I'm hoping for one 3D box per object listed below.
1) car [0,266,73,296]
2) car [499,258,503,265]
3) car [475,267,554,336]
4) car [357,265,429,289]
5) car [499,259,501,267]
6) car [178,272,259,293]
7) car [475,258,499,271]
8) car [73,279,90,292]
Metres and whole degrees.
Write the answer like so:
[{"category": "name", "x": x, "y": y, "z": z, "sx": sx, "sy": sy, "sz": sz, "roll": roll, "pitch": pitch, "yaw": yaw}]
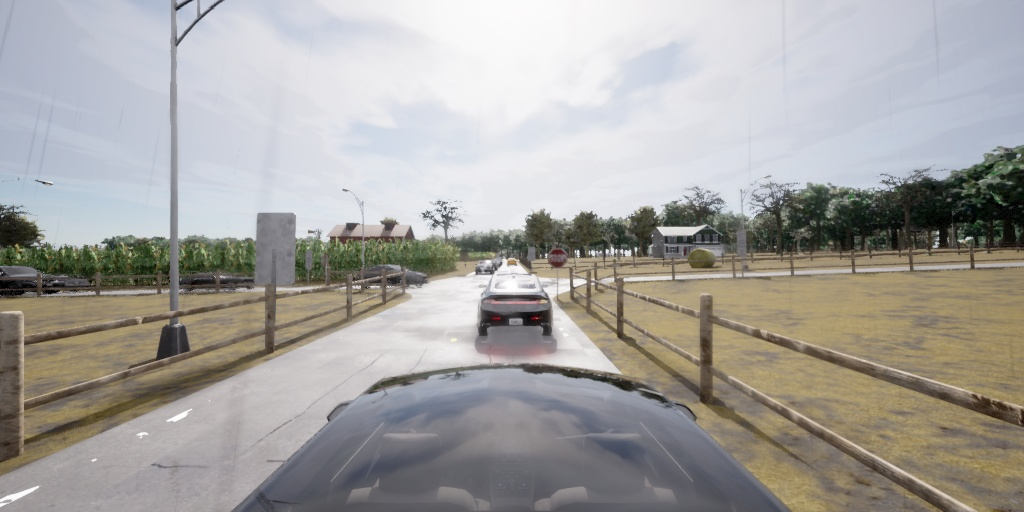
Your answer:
[{"category": "car", "x": -34.359, "y": 1.684, "z": 24.537, "sx": 5.566, "sy": 2.045, "sz": 2.150, "roll": -1, "pitch": -2, "yaw": 0}, {"category": "car", "x": -2.917, "y": 1.234, "z": 60.592, "sx": 1.812, "sy": 1.442, "sz": 4.674, "roll": 0, "pitch": 0, "yaw": 0}, {"category": "car", "x": 0.057, "y": 1.245, "z": 10.380, "sx": 2.128, "sy": 1.511, "sz": 4.902, "roll": 0, "pitch": 0, "yaw": -1}, {"category": "car", "x": -7.767, "y": 1.346, "z": 23.419, "sx": 4.892, "sy": 1.490, "sz": 1.837, "roll": -2, "pitch": -3, "yaw": 18}, {"category": "car", "x": -2.916, "y": 1.321, "z": 49.172, "sx": 1.895, "sy": 1.301, "sz": 4.718, "roll": 0, "pitch": 0, "yaw": 0}, {"category": "car", "x": -20.021, "y": 1.767, "z": 24.546, "sx": 4.718, "sy": 1.301, "sz": 1.895, "roll": -1, "pitch": -2, "yaw": 0}, {"category": "car", "x": -2.950, "y": 1.222, "z": 39.978, "sx": 2.128, "sy": 1.511, "sz": 4.902, "roll": 0, "pitch": 0, "yaw": 1}, {"category": "car", "x": -35.881, "y": 2.146, "z": 27.460, "sx": 5.357, "sy": 1.411, "sz": 2.033, "roll": -1, "pitch": -2, "yaw": 0}]
